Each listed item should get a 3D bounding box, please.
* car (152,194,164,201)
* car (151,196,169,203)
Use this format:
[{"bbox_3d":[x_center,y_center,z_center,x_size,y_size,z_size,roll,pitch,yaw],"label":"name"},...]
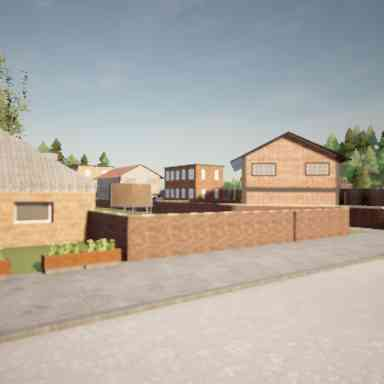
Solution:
[{"bbox_3d":[-4.539,1.185,45.600,1.905,1.878,3.866,1,0,-35],"label":"car"},{"bbox_3d":[-7.324,1.684,76.247,1.882,1.535,5.008,1,0,-36],"label":"car"}]
